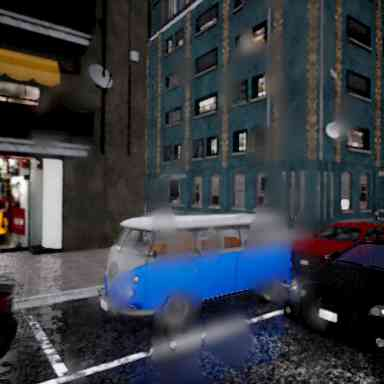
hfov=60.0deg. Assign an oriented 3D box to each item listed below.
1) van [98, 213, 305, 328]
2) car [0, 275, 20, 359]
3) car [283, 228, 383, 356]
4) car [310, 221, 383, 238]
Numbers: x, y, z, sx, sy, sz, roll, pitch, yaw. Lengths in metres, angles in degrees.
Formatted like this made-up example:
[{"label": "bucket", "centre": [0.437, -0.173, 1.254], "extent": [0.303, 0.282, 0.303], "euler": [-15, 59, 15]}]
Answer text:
[{"label": "van", "centre": [0.262, 1.362, 6.737], "extent": [3.998, 1.788, 1.690], "euler": [0, 0, -36]}, {"label": "car", "centre": [-4.236, 1.558, 3.529], "extent": [4.313, 1.339, 1.947], "euler": [0, 0, -36]}, {"label": "car", "centre": [3.571, 1.597, 5.927], "extent": [4.181, 1.385, 1.994], "euler": [0, 0, -35]}, {"label": "car", "centre": [4.756, 1.595, 9.947], "extent": [4.507, 1.381, 1.887], "euler": [0, 0, -36]}]
